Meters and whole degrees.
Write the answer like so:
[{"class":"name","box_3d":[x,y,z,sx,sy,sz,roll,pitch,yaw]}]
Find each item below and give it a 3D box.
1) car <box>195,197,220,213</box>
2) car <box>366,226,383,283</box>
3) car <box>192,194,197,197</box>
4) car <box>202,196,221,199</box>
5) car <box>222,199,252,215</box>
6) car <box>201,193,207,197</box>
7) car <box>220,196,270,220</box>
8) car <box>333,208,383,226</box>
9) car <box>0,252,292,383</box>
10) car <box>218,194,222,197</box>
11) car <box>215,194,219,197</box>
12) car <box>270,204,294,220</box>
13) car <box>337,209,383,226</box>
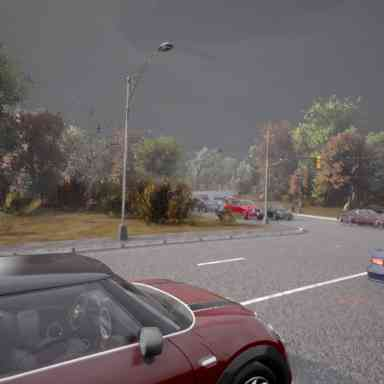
[{"class":"car","box_3d":[2.042,1.961,44.918,1.837,1.490,4.892,3,0,-18]},{"class":"car","box_3d":[6.540,1.662,8.442,5.357,1.411,2.033,2,-1,-36]},{"class":"car","box_3d":[-0.839,1.372,54.967,2.150,2.045,5.566,2,2,-13]},{"class":"car","box_3d":[3.098,1.939,53.770,1.994,1.385,4.181,2,1,-15]},{"class":"car","box_3d":[5.939,1.993,44.413,2.097,1.767,4.553,3,0,-19]},{"class":"car","box_3d":[0.841,1.277,64.545,2.097,1.767,4.553,2,2,-9]},{"class":"car","box_3d":[5.533,1.809,35.657,2.150,2.045,5.566,3,-1,-22]},{"class":"car","box_3d":[17.602,2.554,34.909,2.128,1.511,4.902,3,-1,-26]},{"class":"car","box_3d":[-1.211,1.354,2.883,4.553,1.767,2.097,0,0,-36]},{"class":"car","box_3d":[7.401,1.557,69.251,1.837,1.490,4.892,2,3,-8]},{"class":"car","box_3d":[6.316,1.164,79.456,1.994,1.385,4.181,2,2,-1]},{"class":"car","box_3d":[9.034,2.096,36.440,2.097,1.767,4.553,3,-1,-23]},{"class":"car","box_3d":[16.125,2.434,29.899,2.033,1.411,5.357,3,-2,-27]}]
